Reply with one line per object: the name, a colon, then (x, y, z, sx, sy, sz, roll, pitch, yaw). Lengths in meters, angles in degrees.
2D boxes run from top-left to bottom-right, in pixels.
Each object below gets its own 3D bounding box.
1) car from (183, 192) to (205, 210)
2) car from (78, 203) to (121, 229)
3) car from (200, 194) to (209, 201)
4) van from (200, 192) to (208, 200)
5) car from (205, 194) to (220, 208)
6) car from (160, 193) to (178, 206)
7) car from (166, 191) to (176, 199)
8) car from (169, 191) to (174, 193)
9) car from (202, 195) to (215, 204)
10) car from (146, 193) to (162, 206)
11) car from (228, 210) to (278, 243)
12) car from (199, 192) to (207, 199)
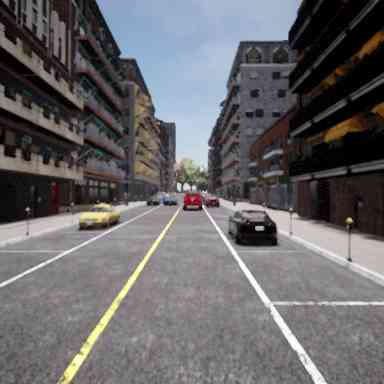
car: (0.094, 0.981, 39.653, 2.150, 2.045, 5.566, 0, 0, 0)
car: (-5.672, 1.399, 20.849, 1.752, 1.417, 4.829, 1, 0, 0)
car: (2.720, 1.149, 72.346, 1.802, 1.307, 4.206, 1, 0, 0)
van: (2.726, 0.874, 78.041, 1.690, 1.788, 3.998, 1, 0, 0)
car: (2.714, 1.281, 43.865, 1.887, 1.381, 4.507, 1, 0, 0)
car: (-3.067, 1.277, 47.699, 1.994, 1.385, 4.181, 0, 0, 0)
car: (-5.652, 0.781, 89.373, 2.192, 1.841, 5.009, 1, 0, 0)
car: (-5.659, 1.084, 77.982, 2.008, 1.369, 4.403, 1, 0, 0)
car: (2.716, 1.234, 55.257, 1.947, 1.339, 4.313, 1, 0, 0)
car: (-5.666, 1.268, 49.500, 1.947, 1.339, 4.313, 1, 0, 0)
car: (2.707, 1.472, 15.383, 1.947, 1.339, 4.313, 1, 0, 0)
car: (2.725, 0.939, 83.738, 1.967, 1.590, 4.097, 1, 0, 0)
